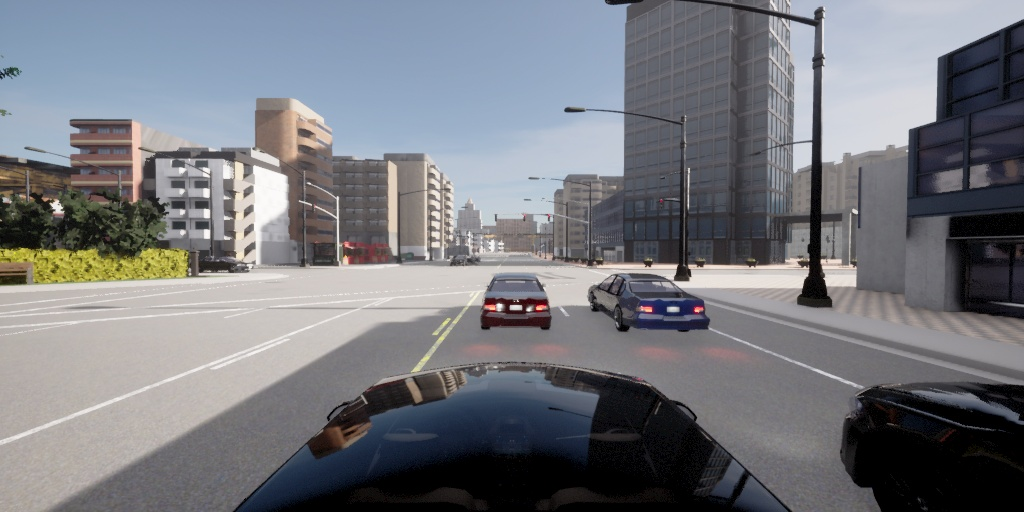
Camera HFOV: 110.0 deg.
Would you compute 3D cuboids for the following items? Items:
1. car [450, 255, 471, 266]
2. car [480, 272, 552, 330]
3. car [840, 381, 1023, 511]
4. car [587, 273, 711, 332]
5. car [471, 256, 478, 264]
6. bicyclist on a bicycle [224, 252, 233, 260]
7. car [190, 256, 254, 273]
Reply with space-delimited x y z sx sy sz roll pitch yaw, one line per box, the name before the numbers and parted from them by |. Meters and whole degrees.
car | -7.101 0.588 48.060 1.837 1.490 4.892 0 0 0
car | 0.091 1.195 10.728 2.033 1.411 5.357 0 1 0
car | 3.605 1.254 0.908 2.128 1.511 4.902 0 0 0
car | 3.608 1.208 10.544 2.033 1.411 5.357 0 1 0
car | -7.098 0.611 58.145 1.895 1.301 4.718 0 0 0
bicyclist on a bicycle | -30.801 0.393 39.049 0.582 1.620 1.656 0 1 0
car | -25.446 0.736 31.538 4.902 1.511 2.128 0 1 0
